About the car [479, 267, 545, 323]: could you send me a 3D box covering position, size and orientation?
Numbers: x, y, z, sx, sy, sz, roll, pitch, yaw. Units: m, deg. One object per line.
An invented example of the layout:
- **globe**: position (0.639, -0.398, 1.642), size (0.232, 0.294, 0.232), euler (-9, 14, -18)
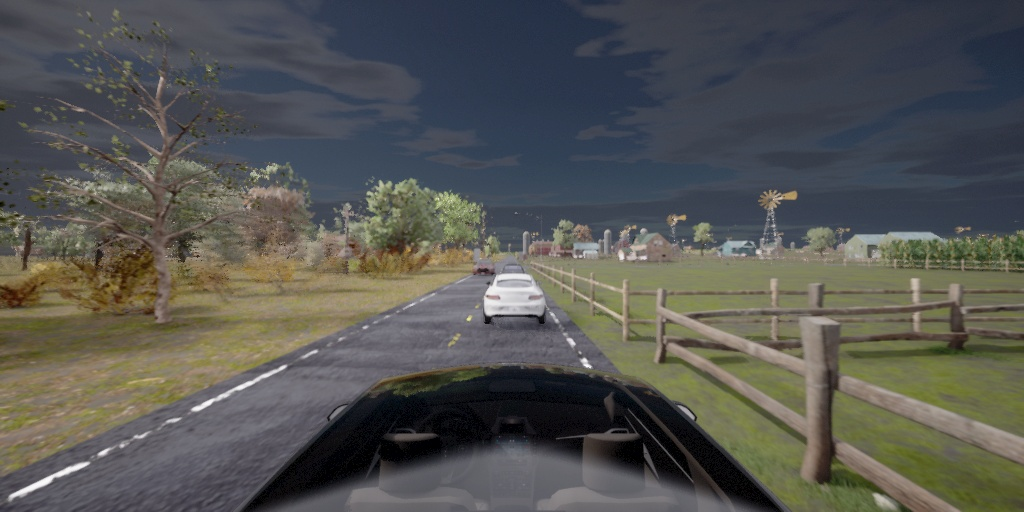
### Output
- **car**: position (0.080, 1.287, 12.113), size (1.812, 1.442, 4.674), euler (0, 0, 0)

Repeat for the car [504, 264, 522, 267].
- **car**: position (0.089, 1.318, 28.249), size (2.033, 1.411, 5.357), euler (0, 0, 0)

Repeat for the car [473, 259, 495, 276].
- **car**: position (-2.834, 1.122, 37.070), size (2.097, 1.767, 4.553), euler (0, 0, 0)
